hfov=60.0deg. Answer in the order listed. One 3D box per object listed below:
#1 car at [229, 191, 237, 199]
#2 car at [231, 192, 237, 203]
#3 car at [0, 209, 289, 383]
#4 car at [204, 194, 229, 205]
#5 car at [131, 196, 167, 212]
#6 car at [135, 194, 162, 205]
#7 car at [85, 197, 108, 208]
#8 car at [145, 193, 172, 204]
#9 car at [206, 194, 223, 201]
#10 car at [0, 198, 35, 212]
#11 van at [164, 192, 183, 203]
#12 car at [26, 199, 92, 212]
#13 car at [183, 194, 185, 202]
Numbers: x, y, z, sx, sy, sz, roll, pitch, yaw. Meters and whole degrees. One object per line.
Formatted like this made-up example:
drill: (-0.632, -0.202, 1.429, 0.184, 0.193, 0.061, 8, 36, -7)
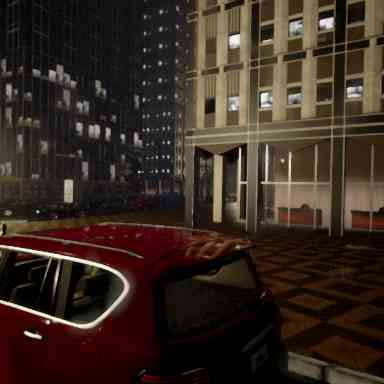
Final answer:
car: (10.504, 0.768, 79.887, 2.192, 1.841, 5.009, 2, 1, 30)
car: (9.362, 1.253, 61.293, 1.752, 1.417, 4.829, 2, 1, 30)
car: (-1.434, 1.313, 3.875, 5.009, 1.841, 2.192, 0, 1, 36)
car: (3.589, 1.235, 51.379, 1.967, 1.590, 4.097, 2, 1, 30)
car: (-4.947, 1.477, 36.733, 1.802, 1.307, 4.206, 2, 1, 30)
car: (-6.578, 1.093, 50.572, 1.967, 1.590, 4.097, 2, 1, 30)
car: (-12.273, 1.285, 40.801, 1.947, 1.339, 4.313, 2, 1, 30)
car: (-5.229, 1.281, 47.739, 1.994, 1.385, 4.181, 1, 1, 30)
car: (4.806, 1.064, 70.119, 1.887, 1.381, 4.507, 2, 1, 30)
car: (-15.618, 1.339, 29.925, 1.837, 1.490, 4.892, 1, 2, 30)
van: (-3.730, 0.960, 55.456, 1.690, 1.788, 3.998, 2, 1, 30)
car: (-10.635, 1.527, 26.967, 1.947, 1.339, 4.313, 2, 1, 30)
car: (-0.885, 1.026, 60.345, 1.967, 1.590, 4.097, 2, 1, 30)
